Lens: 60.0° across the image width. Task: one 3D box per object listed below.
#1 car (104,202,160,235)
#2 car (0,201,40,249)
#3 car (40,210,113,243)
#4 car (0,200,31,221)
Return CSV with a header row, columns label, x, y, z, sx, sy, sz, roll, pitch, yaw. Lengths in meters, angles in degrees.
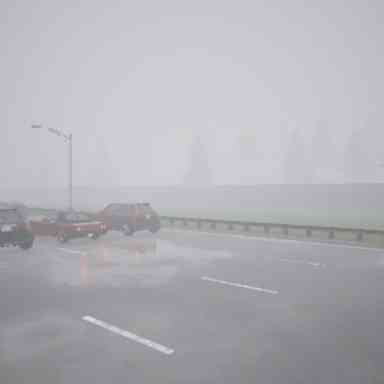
label,x,y,z,sx,sy,sz,roll,pitch,yaw
car,-3.970,1.363,18.807,4.553,1.767,2.097,0,0,39
car,-8.346,1.363,13.343,4.553,1.767,2.097,0,0,39
car,-6.205,1.614,16.112,4.718,1.301,1.895,0,0,39
car,-15.703,1.514,28.201,4.892,1.490,1.837,0,0,39
